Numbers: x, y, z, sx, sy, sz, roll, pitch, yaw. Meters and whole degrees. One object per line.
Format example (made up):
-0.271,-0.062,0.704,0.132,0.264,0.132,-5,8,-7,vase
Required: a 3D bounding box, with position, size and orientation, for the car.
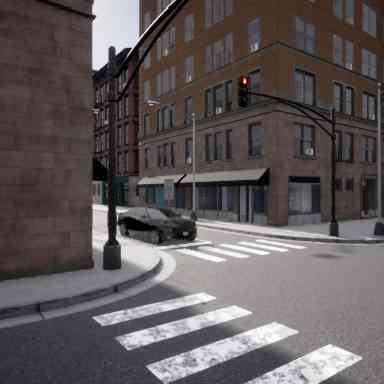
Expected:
-1.731,1.401,15.539,1.882,1.535,5.008,0,0,-36,car
